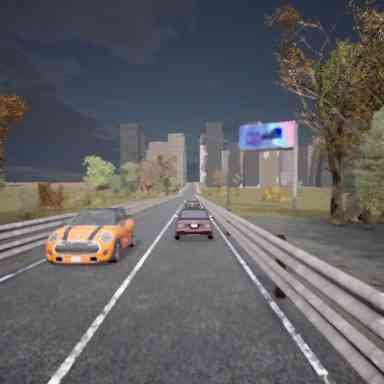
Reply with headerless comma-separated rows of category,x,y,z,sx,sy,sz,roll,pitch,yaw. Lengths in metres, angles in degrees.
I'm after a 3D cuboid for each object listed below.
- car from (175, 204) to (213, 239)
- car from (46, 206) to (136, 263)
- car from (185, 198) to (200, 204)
car,0.086,1.551,17.366,2.033,1.411,5.357,0,0,0
car,-3.356,1.355,11.865,2.097,1.767,4.553,0,0,0
car,0.051,1.501,42.761,2.128,1.511,4.902,0,0,0
